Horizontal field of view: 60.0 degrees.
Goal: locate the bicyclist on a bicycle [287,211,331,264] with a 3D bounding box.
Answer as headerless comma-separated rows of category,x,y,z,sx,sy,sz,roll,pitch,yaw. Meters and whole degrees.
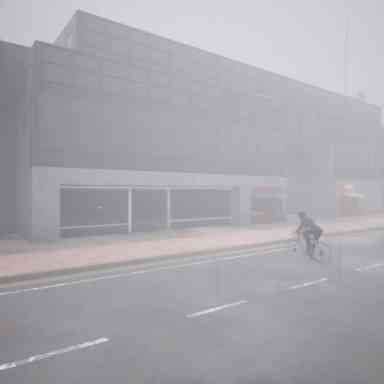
bicyclist on a bicycle,3.701,1.455,10.693,0.582,1.620,1.656,0,-2,-36
